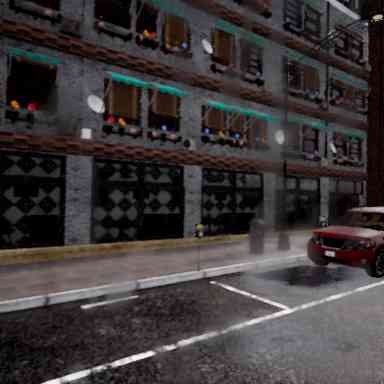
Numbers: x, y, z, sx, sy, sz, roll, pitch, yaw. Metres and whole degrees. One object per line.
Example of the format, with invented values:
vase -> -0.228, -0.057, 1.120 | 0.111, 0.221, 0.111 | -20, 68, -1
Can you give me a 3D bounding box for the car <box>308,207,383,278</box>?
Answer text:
car -> 5.918, 1.437, 10.757 | 5.009, 1.841, 2.192 | 1, 0, -35
